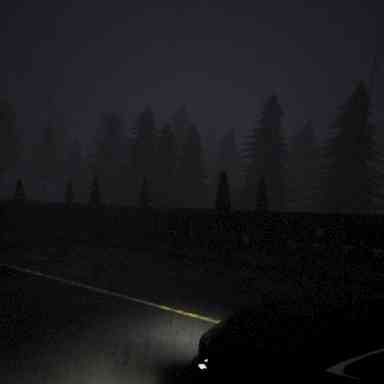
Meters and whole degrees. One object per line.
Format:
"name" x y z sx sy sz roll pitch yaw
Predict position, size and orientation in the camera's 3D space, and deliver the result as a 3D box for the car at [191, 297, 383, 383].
"car" 2.241 1.507 2.394 4.892 1.490 1.837 0 0 36
